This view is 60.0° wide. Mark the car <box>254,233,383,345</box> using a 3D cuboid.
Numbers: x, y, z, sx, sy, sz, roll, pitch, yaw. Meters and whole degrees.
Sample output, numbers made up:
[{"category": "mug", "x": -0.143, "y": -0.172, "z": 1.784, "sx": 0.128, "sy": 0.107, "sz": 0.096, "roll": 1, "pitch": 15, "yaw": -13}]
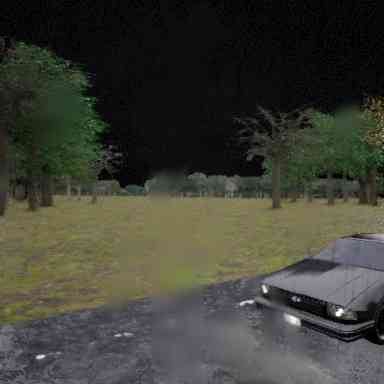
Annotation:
[{"category": "car", "x": 3.708, "y": 1.577, "z": 6.617, "sx": 5.357, "sy": 1.411, "sz": 2.033, "roll": 0, "pitch": 0, "yaw": -35}]
